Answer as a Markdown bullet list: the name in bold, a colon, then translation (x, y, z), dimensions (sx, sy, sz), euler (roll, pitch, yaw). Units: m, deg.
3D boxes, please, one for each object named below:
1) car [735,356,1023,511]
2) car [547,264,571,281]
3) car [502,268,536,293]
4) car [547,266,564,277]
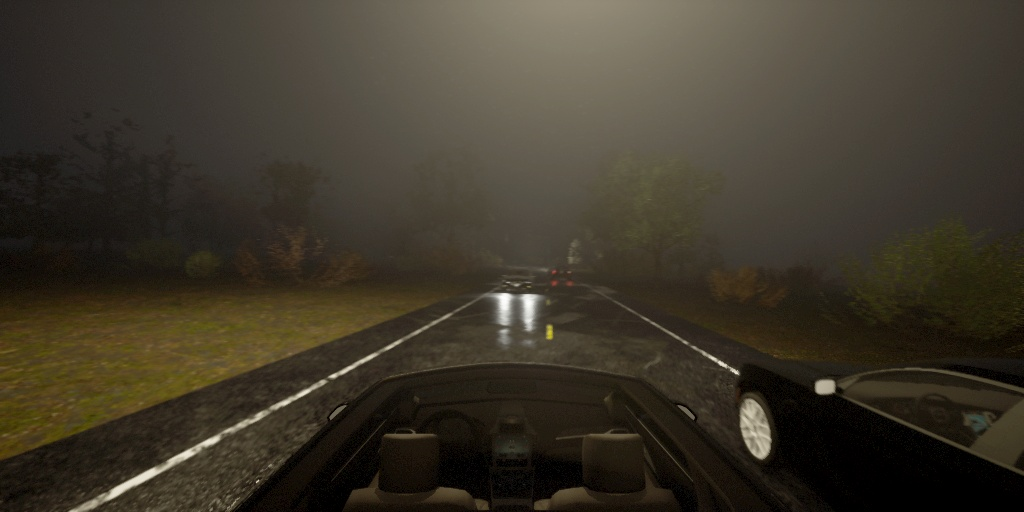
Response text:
- **car**: translation (3.214, 1.329, 1.958), dimensions (1.882, 1.535, 5.008), euler (2, -1, 6)
- **car**: translation (5.398, 1.747, 40.010), dimensions (2.097, 1.767, 4.553), euler (2, -1, 4)
- **car**: translation (0.469, 1.554, 23.885), dimensions (1.837, 1.490, 4.892), euler (2, -1, 5)
- **car**: translation (5.995, 2.098, 50.040), dimensions (1.994, 1.385, 4.181), euler (2, -1, 3)
